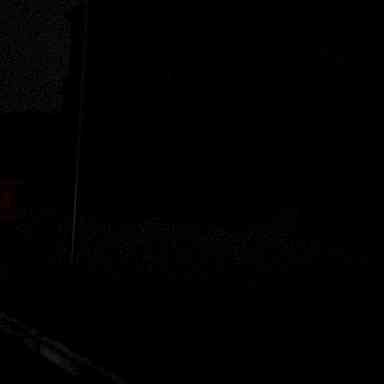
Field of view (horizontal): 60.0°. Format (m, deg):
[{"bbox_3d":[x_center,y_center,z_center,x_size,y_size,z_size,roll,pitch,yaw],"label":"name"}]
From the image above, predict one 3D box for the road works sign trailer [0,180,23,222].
[{"bbox_3d":[-10.934,0.515,17.097,2.880,2.380,3.560,3,3,-7],"label":"road works sign trailer"}]
